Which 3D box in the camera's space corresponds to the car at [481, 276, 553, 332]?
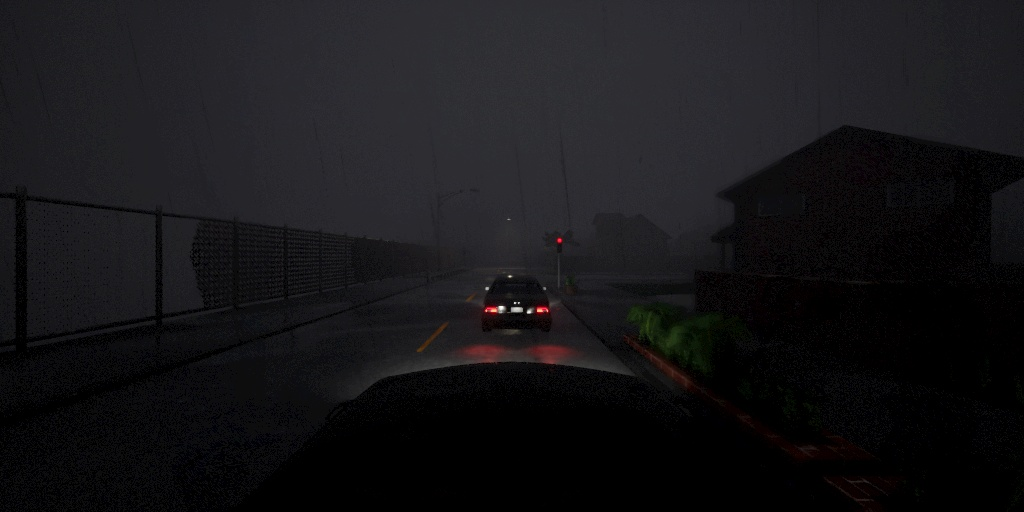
[{"bbox_3d":[0.118,1.297,10.852,2.033,1.411,5.357,0,0,0],"label":"car"}]
